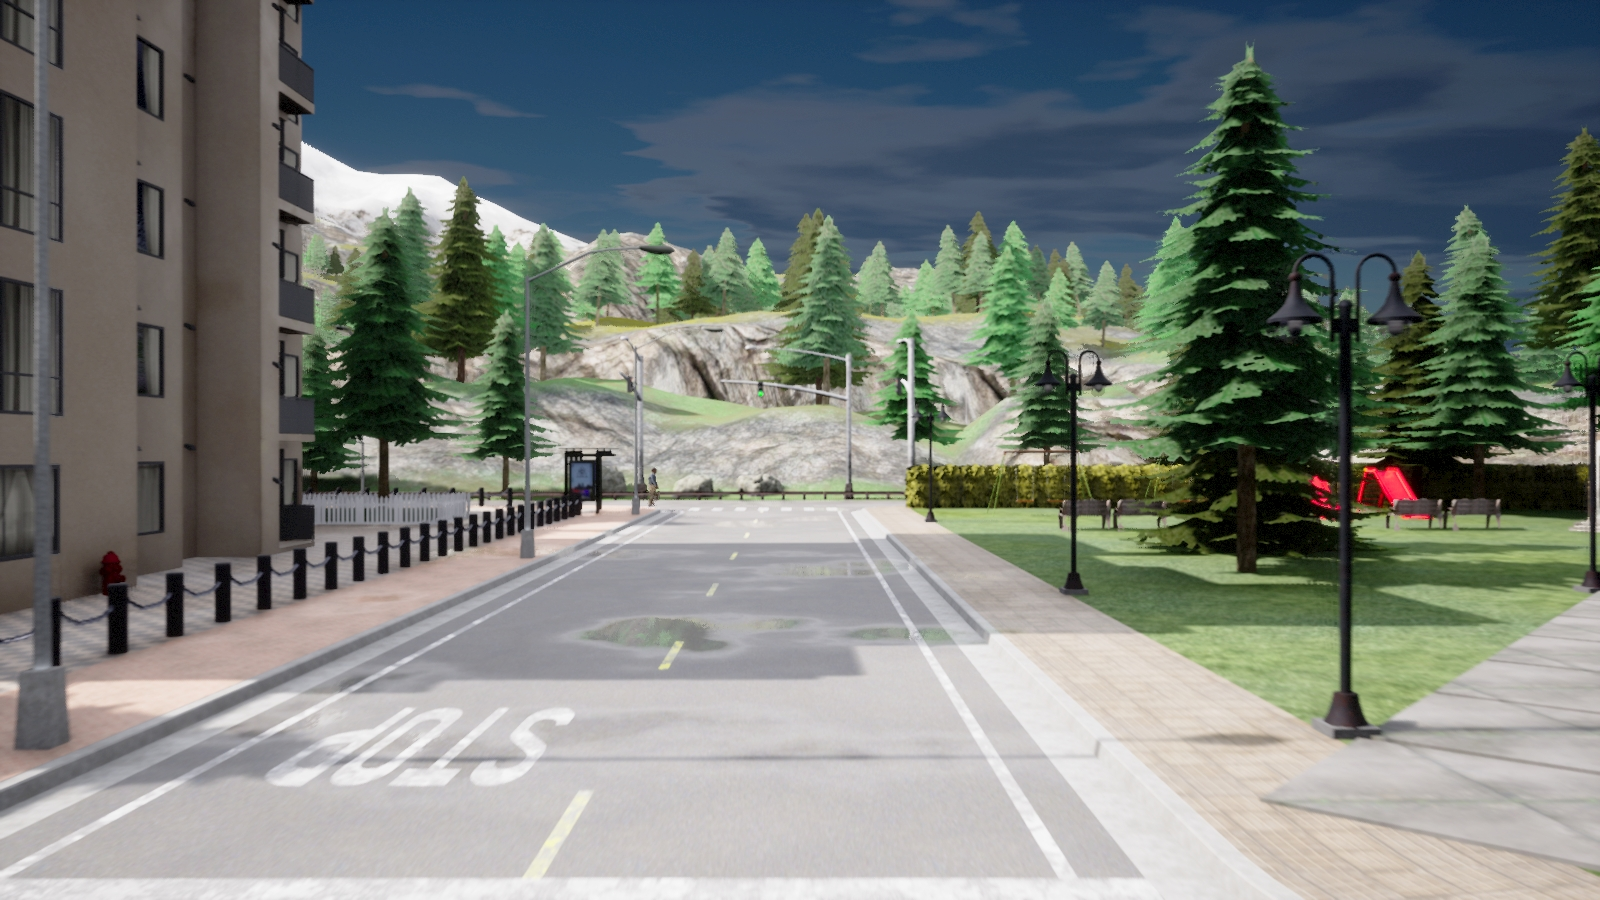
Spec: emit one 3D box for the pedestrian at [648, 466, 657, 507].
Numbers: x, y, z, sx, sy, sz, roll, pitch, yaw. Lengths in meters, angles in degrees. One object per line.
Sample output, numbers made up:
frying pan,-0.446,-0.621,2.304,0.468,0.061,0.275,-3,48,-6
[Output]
pedestrian,-6.760,1.687,52.328,0.375,1.860,0.375,0,0,-8
